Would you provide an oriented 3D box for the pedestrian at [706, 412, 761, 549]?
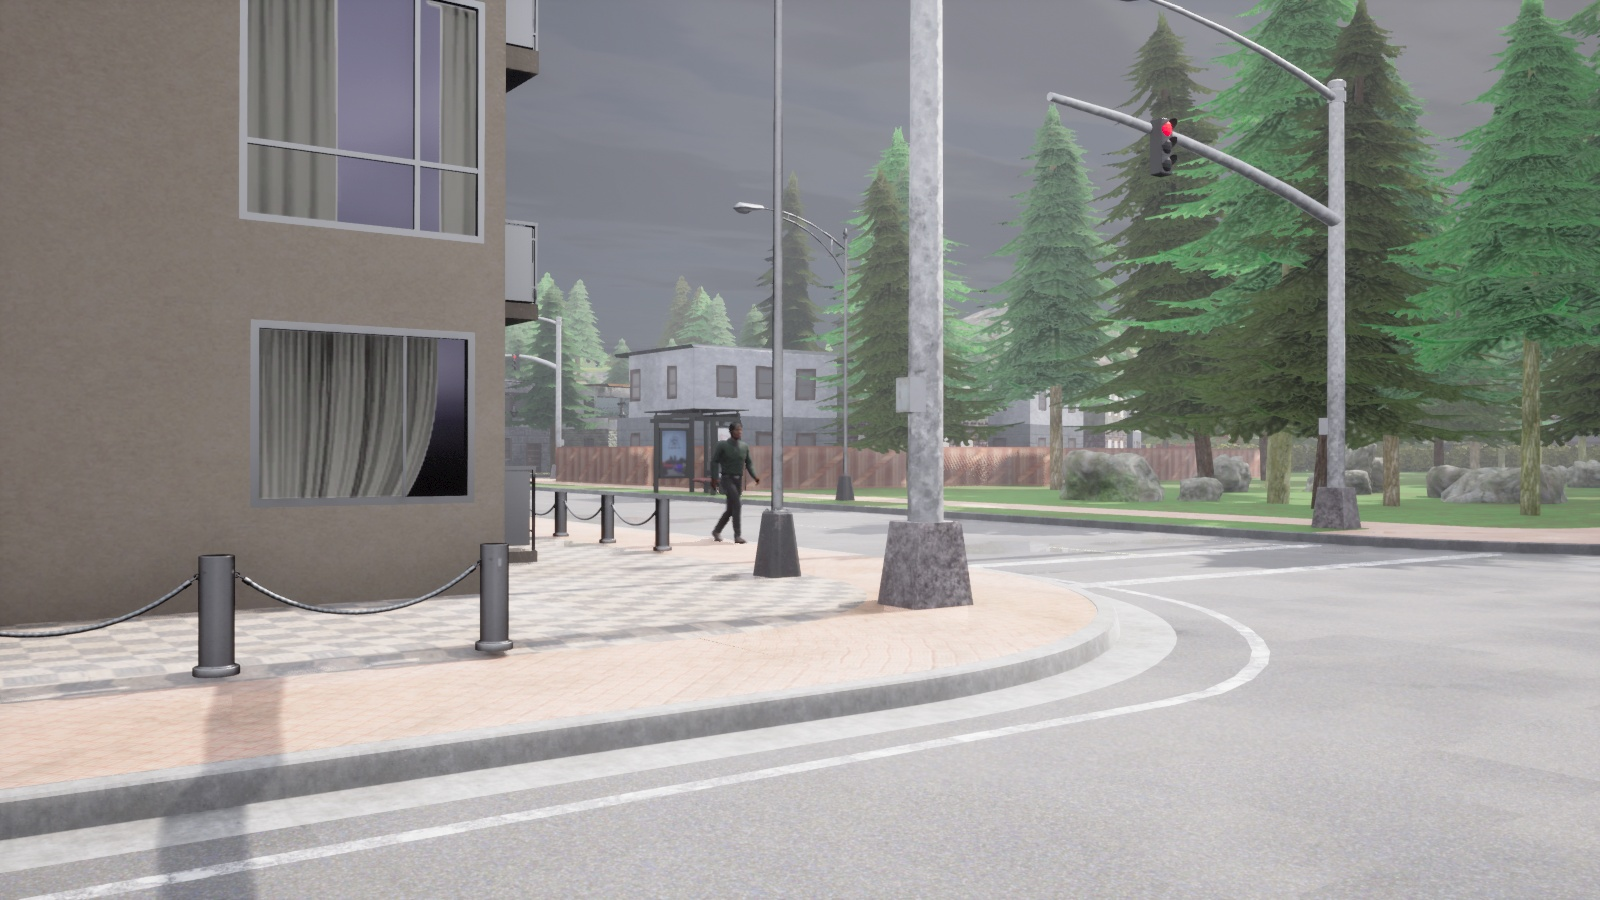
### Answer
[{"bbox_3d":[-0.978,0.437,18.311,0.423,1.949,0.788,0,0,-38],"label":"pedestrian"}]
